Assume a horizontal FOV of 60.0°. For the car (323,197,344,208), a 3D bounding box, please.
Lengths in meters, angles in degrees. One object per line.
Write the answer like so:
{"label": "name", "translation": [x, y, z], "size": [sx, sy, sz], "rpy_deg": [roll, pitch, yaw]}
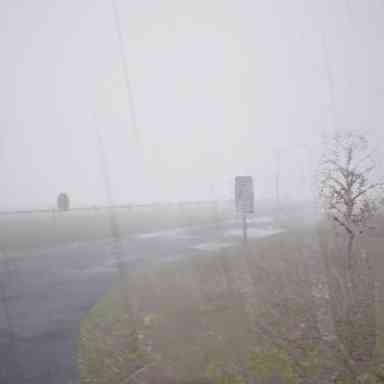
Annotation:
{"label": "car", "translation": [19.656, 1.448, 46.200], "size": [1.882, 1.535, 5.008], "rpy_deg": [-1, 0, 37]}
